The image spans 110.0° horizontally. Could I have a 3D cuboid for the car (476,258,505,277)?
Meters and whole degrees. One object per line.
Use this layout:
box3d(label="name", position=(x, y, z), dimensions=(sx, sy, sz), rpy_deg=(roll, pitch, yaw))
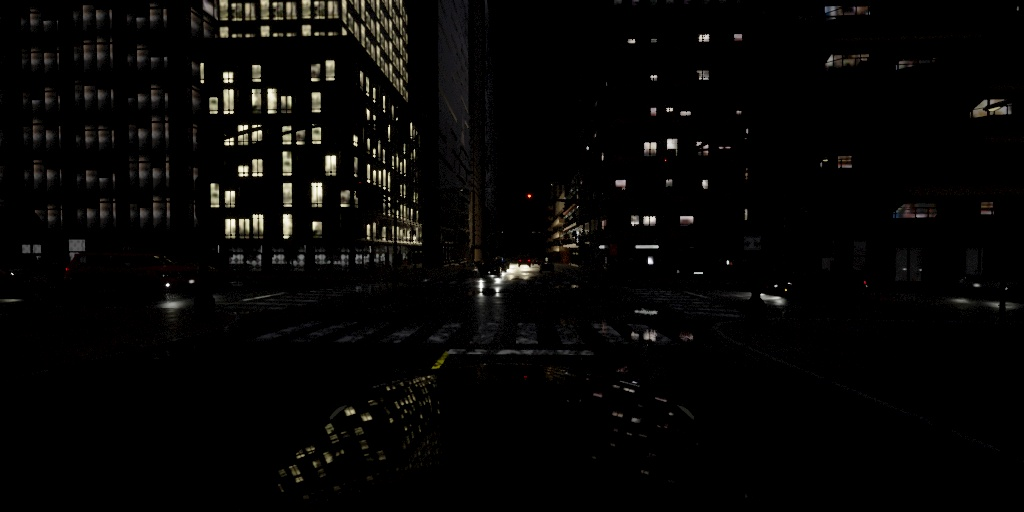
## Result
box3d(label="car", position=(-1.984, 1.246, 34.753), dimensions=(1.837, 1.490, 4.892), rpy_deg=(0, 0, 2))

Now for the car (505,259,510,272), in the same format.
box3d(label="car", position=(-1.635, 1.304, 44.650), dimensions=(1.994, 1.385, 4.181), rpy_deg=(0, 0, 2))

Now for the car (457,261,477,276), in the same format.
box3d(label="car", position=(-4.505, 1.267, 36.856), dimensions=(1.751, 1.417, 4.829), rpy_deg=(0, 0, 2))

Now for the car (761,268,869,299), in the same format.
box3d(label="car", position=(15.982, 1.425, 18.905), dimensions=(4.181, 1.385, 1.994), rpy_deg=(0, 1, 3))

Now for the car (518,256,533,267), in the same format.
box3d(label="car", position=(2.208, 0.958, 63.500), dimensions=(2.150, 2.045, 5.566), rpy_deg=(0, 0, 2))

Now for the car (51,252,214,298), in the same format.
box3d(label="car", position=(-18.152, 0.847, 17.356), dimensions=(5.566, 2.045, 2.150), rpy_deg=(1, 1, 3))

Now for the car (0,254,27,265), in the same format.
box3d(label="car", position=(-27.860, 0.894, 17.830), dimensions=(4.553, 1.767, 2.097), rpy_deg=(0, 1, 3))

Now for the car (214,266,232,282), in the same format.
box3d(label="car", position=(-20.960, 1.030, 23.269), dimensions=(4.829, 1.417, 1.751), rpy_deg=(0, 0, 3))

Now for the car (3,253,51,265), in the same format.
box3d(label="car", position=(-32.893, 0.714, 23.886), dimensions=(5.009, 1.841, 2.192), rpy_deg=(0, 0, 3))

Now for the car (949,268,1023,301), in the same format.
box3d(label="car", position=(26.782, 1.169, 18.372), dimensions=(5.566, 2.045, 2.150), rpy_deg=(0, 1, 3))

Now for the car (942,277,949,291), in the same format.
box3d(label="car", position=(28.029, 1.462, 20.921), dimensions=(4.507, 1.381, 1.888), rpy_deg=(0, 0, 3))

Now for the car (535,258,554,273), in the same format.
box3d(label="car", position=(4.072, 1.290, 42.388), dimensions=(2.007, 1.370, 4.403), rpy_deg=(0, 0, 2))

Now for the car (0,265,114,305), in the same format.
box3d(label="car", position=(-19.869, 1.205, 14.893), dimensions=(4.403, 1.370, 2.007), rpy_deg=(0, 0, 3))
